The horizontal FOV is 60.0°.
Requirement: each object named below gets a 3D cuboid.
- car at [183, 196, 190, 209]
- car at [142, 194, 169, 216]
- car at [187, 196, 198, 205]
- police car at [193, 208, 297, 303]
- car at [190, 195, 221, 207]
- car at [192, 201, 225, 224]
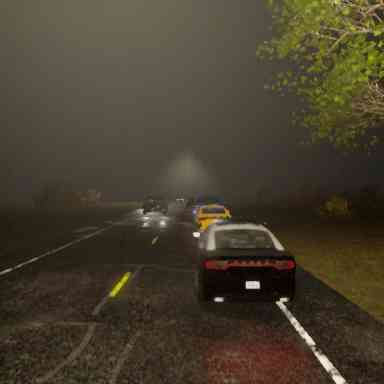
[{"bbox_3d":[0.134,1.471,45.464,1.837,1.490,4.892,0,0,1],"label":"car"},{"bbox_3d":[-3.527,1.197,32.938,2.150,2.045,5.566,0,0,0],"label":"car"},{"bbox_3d":[0.131,1.434,59.390,1.882,1.535,5.008,0,0,0],"label":"car"},{"bbox_3d":[1.069,1.420,8.396,1.930,1.638,5.238,0,0,0],"label":"police car"},{"bbox_3d":[1.104,1.207,24.319,2.150,2.045,5.566,0,0,0],"label":"car"},{"bbox_3d":[1.090,1.465,18.287,1.882,1.535,5.008,0,0,0],"label":"car"}]
